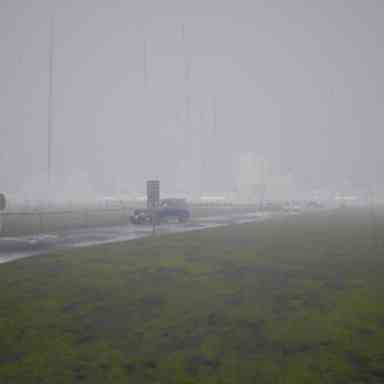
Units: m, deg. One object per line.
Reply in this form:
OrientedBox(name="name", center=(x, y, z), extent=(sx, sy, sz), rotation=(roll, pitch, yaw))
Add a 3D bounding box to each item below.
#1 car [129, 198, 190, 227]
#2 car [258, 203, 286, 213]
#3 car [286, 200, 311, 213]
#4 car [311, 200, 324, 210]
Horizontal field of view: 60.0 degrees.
OrientedBox(name="car", center=(-2.376, 1.486, 25.892), extent=(2.150, 2.045, 5.566), rotation=(-1, -1, 35))
OrientedBox(name="car", center=(10.539, 2.074, 44.478), extent=(1.895, 1.301, 4.718), rotation=(-1, -1, 35))
OrientedBox(name="car", center=(13.868, 2.053, 44.268), extent=(1.895, 1.301, 4.718), rotation=(-1, -1, 35))
OrientedBox(name="car", center=(19.394, 2.045, 52.334), extent=(1.837, 1.490, 4.892), rotation=(-1, -1, 35))
